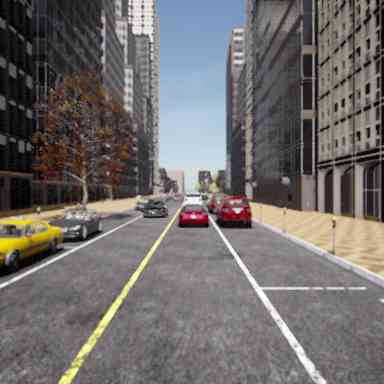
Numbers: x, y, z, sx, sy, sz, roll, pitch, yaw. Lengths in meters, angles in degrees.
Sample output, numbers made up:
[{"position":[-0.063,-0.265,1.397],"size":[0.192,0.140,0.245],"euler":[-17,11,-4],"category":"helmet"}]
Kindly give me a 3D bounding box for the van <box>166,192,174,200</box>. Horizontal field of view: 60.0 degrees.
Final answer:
[{"position":[-5.612,0.997,84.739],"size":[1.690,1.788,3.998],"euler":[0,0,0],"category":"van"}]

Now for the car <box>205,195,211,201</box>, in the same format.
[{"position":[2.724,1.193,33.490],"size":[2.192,1.841,5.009],"euler":[0,0,0],"category":"car"}]

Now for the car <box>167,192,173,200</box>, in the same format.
[{"position":[-5.628,1.285,67.663],"size":[2.008,1.369,4.403],"euler":[0,0,0],"category":"car"}]

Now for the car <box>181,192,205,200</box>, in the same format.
[{"position":[0.136,1.071,40.951],"size":[2.150,2.045,5.566],"euler":[0,0,0],"category":"car"}]

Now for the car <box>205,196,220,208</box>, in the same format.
[{"position":[2.733,1.357,45.044],"size":[1.752,1.417,4.829],"euler":[0,0,0],"category":"car"}]

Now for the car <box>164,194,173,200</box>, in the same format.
[{"position":[-5.618,1.227,79.047],"size":[1.887,1.381,4.507],"euler":[0,0,0],"category":"car"}]

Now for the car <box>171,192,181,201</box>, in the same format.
[{"position":[-2.938,1.068,69.935],"size":[2.097,1.767,4.553],"euler":[0,0,0],"category":"car"}]

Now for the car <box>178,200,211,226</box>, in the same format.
[{"position":[0.117,1.483,22.724],"size":[1.994,1.385,4.181],"euler":[0,0,0],"category":"car"}]

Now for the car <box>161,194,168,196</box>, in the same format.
[{"position":[-5.637,1.366,56.277],"size":[1.802,1.307,4.206],"euler":[0,0,0],"category":"car"}]

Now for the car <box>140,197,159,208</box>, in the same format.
[{"position":[-5.648,1.398,44.895],"size":[1.947,1.339,4.313],"euler":[0,0,0],"category":"car"}]

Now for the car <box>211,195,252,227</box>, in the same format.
[{"position":[2.714,1.236,22.105],"size":[2.192,1.841,5.009],"euler":[0,0,0],"category":"car"}]

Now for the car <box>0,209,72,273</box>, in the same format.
[{"position":[-5.678,1.489,10.569],"size":[1.752,1.417,4.829],"euler":[0,0,0],"category":"car"}]

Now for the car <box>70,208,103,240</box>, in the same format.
[{"position":[-5.673,1.493,16.433],"size":[2.008,1.369,4.403],"euler":[0,0,0],"category":"car"}]

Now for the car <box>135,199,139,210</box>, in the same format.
[{"position":[-5.652,1.407,39.202],"size":[2.008,1.369,4.403],"euler":[0,0,0],"category":"car"}]

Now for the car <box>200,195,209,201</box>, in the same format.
[{"position":[2.758,1.274,73.335],"size":[1.947,1.339,4.313],"euler":[0,0,0],"category":"car"}]

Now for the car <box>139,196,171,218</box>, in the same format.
[{"position":[-3.072,1.402,28.611],"size":[1.837,1.490,4.892],"euler":[0,0,0],"category":"car"}]
